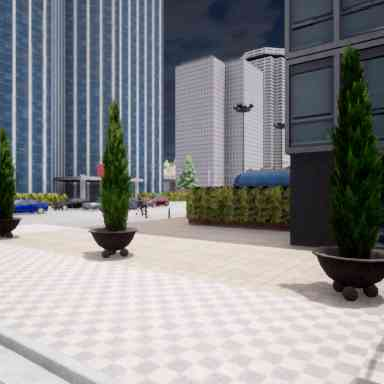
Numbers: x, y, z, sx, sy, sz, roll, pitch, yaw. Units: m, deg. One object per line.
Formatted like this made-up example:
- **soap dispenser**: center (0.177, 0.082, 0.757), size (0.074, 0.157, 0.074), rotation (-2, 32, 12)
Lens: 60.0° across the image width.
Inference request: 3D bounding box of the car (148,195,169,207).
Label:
- **car**: center (-5.490, 1.351, 49.816), size (2.097, 1.767, 4.553), rotation (0, 0, 35)

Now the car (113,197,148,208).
- **car**: center (-9.287, 1.547, 50.511), size (2.033, 1.411, 5.357), rotation (0, 0, 35)

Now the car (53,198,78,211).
- **car**: center (-15.215, 1.477, 42.086), size (1.882, 1.535, 5.008), rotation (0, 0, 35)

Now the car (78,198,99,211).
- **car**: center (-11.338, 1.600, 41.516), size (1.895, 1.301, 4.718), rotation (0, 0, 35)

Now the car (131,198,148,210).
- **car**: center (-7.743, 1.563, 40.200), size (1.994, 1.385, 4.181), rotation (0, 0, 35)

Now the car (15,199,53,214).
- **car**: center (-17.048, 1.477, 33.383), size (1.882, 1.535, 5.008), rotation (0, 0, 35)

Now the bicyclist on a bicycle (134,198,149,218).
- **bicyclist on a bicycle**: center (-4.075, 1.300, 26.657), size (1.656, 1.620, 0.582), rotation (0, 0, 35)
